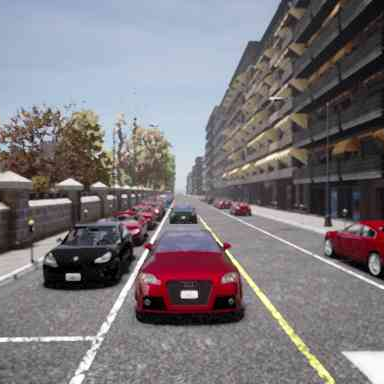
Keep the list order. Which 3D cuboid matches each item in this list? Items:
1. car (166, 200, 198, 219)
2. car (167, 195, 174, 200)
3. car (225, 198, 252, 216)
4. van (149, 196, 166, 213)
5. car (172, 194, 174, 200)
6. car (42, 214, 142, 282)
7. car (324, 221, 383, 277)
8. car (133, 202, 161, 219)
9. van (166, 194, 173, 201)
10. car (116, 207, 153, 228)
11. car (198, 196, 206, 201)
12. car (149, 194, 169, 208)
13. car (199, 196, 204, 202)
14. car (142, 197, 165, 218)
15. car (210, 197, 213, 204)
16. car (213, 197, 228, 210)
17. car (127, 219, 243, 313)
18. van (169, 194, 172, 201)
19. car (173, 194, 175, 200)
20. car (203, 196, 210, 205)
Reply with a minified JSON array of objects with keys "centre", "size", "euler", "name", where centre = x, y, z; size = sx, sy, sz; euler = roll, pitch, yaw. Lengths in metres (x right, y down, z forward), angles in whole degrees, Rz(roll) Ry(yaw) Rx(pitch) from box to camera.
[{"centre":[-0.665,1.558,24.646],"size":[1.994,1.385,4.181],"euler":[0,0,-2],"name":"car"},{"centre":[-6.009,1.634,94.140],"size":[1.887,1.381,4.507],"euler":[0,0,-2],"name":"car"},{"centre":[4.729,1.582,32.571],"size":[1.802,1.307,4.206],"euler":[0,0,-2],"name":"car"},{"centre":[-3.860,1.348,37.878],"size":[1.690,1.788,3.998],"euler":[0,0,-2],"name":"van"},{"centre":[-4.720,1.596,60.384],"size":[1.947,1.339,4.313],"euler":[0,0,-2],"name":"car"},{"centre":[-2.785,1.562,9.750],"size":[1.947,1.339,4.313],"euler":[0,0,-2],"name":"car"},{"centre":[5.589,1.538,10.069],"size":[1.887,1.381,4.507],"euler":[0,0,-2],"name":"car"},{"centre":[-3.215,1.537,21.001],"size":[1.887,1.381,4.507],"euler":[0,0,-2],"name":"car"},{"centre":[-5.579,1.407,82.887],"size":[1.690,1.788,3.998],"euler":[0,0,-2],"name":"van"},{"centre":[-3.001,1.575,15.377],"size":[1.802,1.307,4.206],"euler":[0,0,-2],"name":"car"},{"centre":[2.581,1.657,88.834],"size":[1.802,1.307,4.206],"euler":[0,0,-2],"name":"car"},{"centre":[-3.646,1.317,32.252],"size":[2.192,1.841,5.009],"euler":[0,0,-2],"name":"car"},{"centre":[3.225,1.484,71.955],"size":[1.967,1.590,4.097],"euler":[0,0,-2],"name":"car"},{"centre":[-3.430,1.436,26.625],"size":[1.967,1.590,4.097],"euler":[0,0,-2],"name":"car"},{"centre":[4.084,1.598,49.451],"size":[1.802,1.307,4.206],"euler":[0,0,-2],"name":"car"},{"centre":[4.299,1.451,43.825],"size":[1.967,1.590,4.097],"euler":[0,0,-2],"name":"car"},{"centre":[-0.110,1.560,7.647],"size":[1.994,1.385,4.181],"euler":[0,0,-2],"name":"car"},{"centre":[-4.290,1.359,49.131],"size":[1.690,1.788,3.998],"euler":[0,0,-2],"name":"van"},{"centre":[-5.149,1.361,71.636],"size":[2.192,1.841,5.009],"euler":[0,0,-2],"name":"car"},{"centre":[3.655,1.594,60.704],"size":[1.947,1.339,4.313],"euler":[0,0,-2],"name":"car"}]
